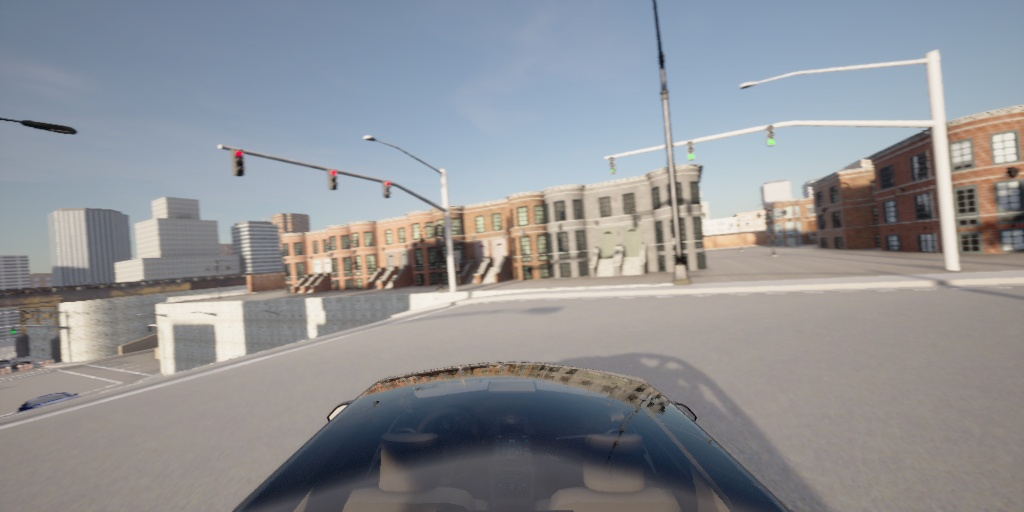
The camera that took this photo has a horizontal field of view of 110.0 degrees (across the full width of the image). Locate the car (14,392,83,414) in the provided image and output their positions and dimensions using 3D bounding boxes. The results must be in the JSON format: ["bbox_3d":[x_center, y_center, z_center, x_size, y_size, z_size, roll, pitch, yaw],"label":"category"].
[{"bbox_3d":[-25.603,8.417,19.781,5.008,1.535,1.882,-21,-7,26],"label":"car"}]
